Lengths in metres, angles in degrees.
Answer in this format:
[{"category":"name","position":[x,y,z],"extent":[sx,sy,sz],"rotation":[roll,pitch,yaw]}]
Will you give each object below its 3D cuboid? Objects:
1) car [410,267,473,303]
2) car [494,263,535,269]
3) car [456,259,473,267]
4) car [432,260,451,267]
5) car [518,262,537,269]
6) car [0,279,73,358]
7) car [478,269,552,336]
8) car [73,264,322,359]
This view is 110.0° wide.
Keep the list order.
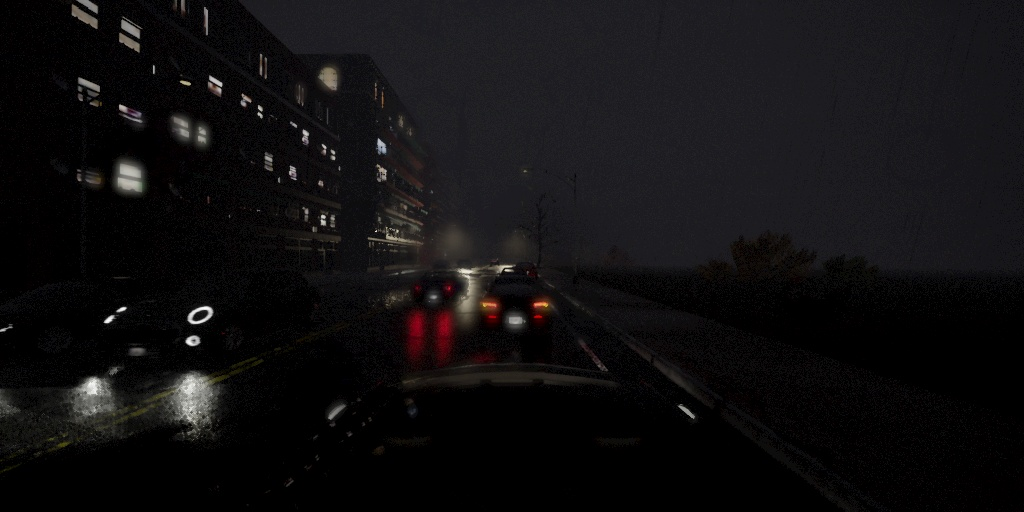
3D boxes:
[{"category":"car","position":[-3.177,1.354,16.713],"extent":[1.895,1.301,4.718],"rotation":[0,0,0]},{"category":"car","position":[0.069,1.318,20.496],"extent":[1.994,1.385,4.181],"rotation":[0,0,0]},{"category":"car","position":[-6.682,1.233,50.666],"extent":[1.882,1.535,5.008],"rotation":[0,0,0]},{"category":"car","position":[-9.932,1.233,50.648],"extent":[1.882,1.535,5.008],"rotation":[0,0,0]},{"category":"car","position":[1.088,1.233,30.024],"extent":[1.882,1.535,5.008],"rotation":[0,0,0]},{"category":"car","position":[-9.862,1.256,8.508],"extent":[1.837,1.490,4.892],"rotation":[0,0,0]},{"category":"car","position":[0.078,1.278,10.329],"extent":[1.812,1.442,4.674],"rotation":[0,0,0]},{"category":"car","position":[-6.612,1.103,8.569],"extent":[2.097,1.767,4.553],"rotation":[0,0,0]}]
